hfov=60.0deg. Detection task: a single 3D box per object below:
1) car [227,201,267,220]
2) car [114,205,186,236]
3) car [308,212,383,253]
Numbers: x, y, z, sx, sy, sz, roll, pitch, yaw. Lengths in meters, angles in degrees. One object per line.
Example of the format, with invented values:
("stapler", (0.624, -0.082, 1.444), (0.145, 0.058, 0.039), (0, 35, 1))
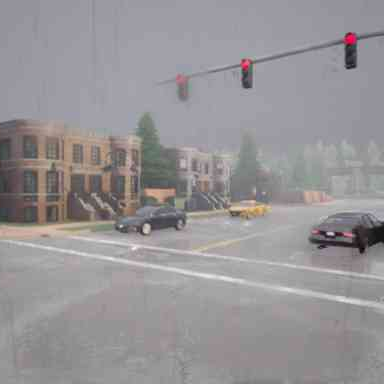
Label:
("car", (4.883, 1.500, 29.027), (1.882, 1.535, 5.008), (0, 0, 35))
("car", (-2.231, 1.513, 18.850), (1.837, 1.490, 4.892), (0, 0, 35))
("car", (6.743, 1.564, 13.870), (2.033, 1.411, 5.357), (0, 0, 44))
